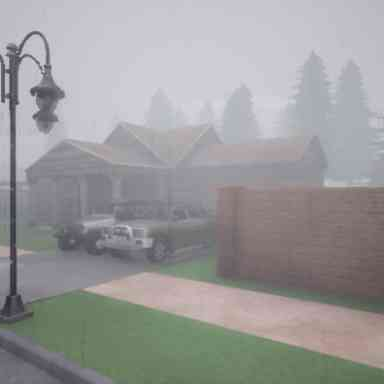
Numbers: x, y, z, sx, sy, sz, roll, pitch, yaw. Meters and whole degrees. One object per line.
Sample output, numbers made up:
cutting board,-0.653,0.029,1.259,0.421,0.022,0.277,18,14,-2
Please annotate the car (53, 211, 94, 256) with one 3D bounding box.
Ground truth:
car,-3.105,1.242,12.782,1.905,1.878,3.866,0,0,35

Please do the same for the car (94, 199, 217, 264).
car,-0.831,1.223,11.642,1.932,1.855,4.605,0,0,35
